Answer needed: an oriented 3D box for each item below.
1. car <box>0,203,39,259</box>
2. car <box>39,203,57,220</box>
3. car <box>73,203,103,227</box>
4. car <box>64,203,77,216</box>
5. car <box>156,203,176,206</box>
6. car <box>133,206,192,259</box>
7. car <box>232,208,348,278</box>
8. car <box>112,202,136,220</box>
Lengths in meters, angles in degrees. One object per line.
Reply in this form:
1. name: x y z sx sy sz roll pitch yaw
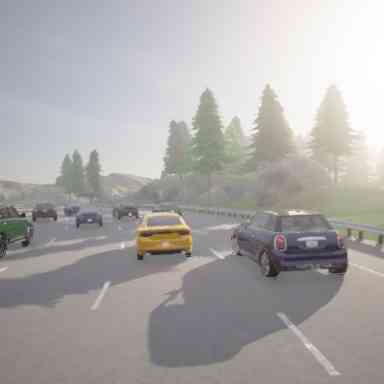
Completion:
1. car: -8.291 1.477 13.564 2.150 2.045 5.566 -1 0 -10
2. car: -14.386 1.814 32.531 2.097 1.767 4.553 -2 0 -24
3. car: -7.790 1.792 25.176 1.812 1.442 4.674 -2 0 -18
4. car: -13.900 1.988 39.222 1.812 1.442 4.674 -1 0 -28
5. car: -2.419 1.696 31.020 1.994 1.385 4.181 -2 0 -20
6. car: -1.183 1.537 13.062 1.882 1.535 5.008 -1 0 -8
7. car: 2.690 1.300 10.245 2.097 1.767 4.553 -2 0 -7
8. car: -6.383 1.746 31.617 1.837 1.490 4.892 -1 0 -22
